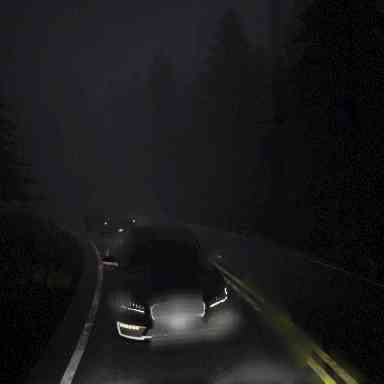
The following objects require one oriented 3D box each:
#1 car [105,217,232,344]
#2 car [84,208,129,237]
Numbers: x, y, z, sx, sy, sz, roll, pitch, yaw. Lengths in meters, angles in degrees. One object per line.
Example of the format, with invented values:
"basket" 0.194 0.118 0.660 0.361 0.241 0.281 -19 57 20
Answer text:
"car" -0.647 1.495 6.811 1.837 1.490 4.892 -1 0 -11
"car" -4.640 1.612 18.552 1.895 1.301 4.718 -3 1 -29
